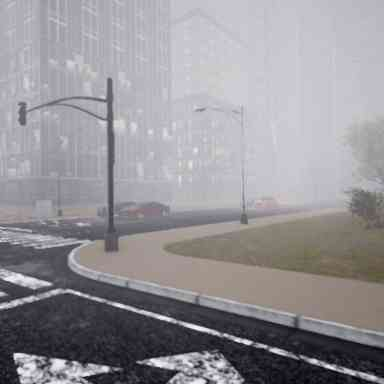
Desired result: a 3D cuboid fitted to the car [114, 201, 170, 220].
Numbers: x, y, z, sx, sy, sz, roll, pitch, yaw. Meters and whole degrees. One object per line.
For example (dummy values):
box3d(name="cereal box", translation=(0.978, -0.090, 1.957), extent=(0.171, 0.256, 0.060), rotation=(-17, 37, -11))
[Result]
box3d(name="car", translation=(-4.015, 1.538, 29.157), extent=(1.882, 1.535, 5.008), rotation=(-1, -1, 37))

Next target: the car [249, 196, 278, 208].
box3d(name="car", translation=(10.751, 1.436, 48.590), extent=(2.097, 1.767, 4.553), rotation=(-1, -1, 38))

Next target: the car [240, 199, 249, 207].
box3d(name="car", translation=(9.505, 1.683, 52.287), extent=(2.033, 1.411, 5.357), rotation=(-1, -1, 38))

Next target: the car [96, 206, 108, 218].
box3d(name="car", translation=(-6.627, 1.614, 31.091), extent=(1.837, 1.490, 4.892), rotation=(-1, -1, 37))
